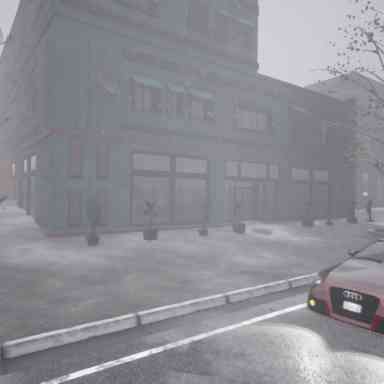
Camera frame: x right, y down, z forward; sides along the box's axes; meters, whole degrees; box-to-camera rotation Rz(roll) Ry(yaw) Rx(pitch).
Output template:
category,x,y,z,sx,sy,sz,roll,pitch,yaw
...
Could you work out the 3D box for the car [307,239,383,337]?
category,x,y,z,sx,sy,sz,roll,pitch,yaw
car,4.096,1.613,6.296,4.181,1.385,1.994,1,0,-35
